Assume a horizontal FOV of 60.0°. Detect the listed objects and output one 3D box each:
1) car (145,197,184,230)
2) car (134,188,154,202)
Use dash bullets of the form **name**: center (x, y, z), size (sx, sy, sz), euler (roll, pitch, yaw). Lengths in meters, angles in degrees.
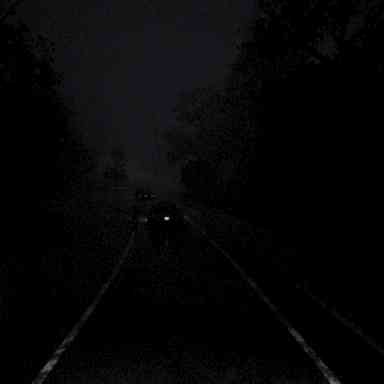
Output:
- **car**: center (-1.625, 1.293, 19.572), size (1.994, 1.385, 4.181), euler (-1, 2, -9)
- **car**: center (-5.291, 0.249, 36.592), size (2.033, 1.411, 5.357), euler (-1, 5, -13)
